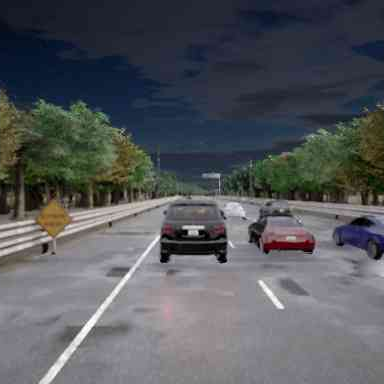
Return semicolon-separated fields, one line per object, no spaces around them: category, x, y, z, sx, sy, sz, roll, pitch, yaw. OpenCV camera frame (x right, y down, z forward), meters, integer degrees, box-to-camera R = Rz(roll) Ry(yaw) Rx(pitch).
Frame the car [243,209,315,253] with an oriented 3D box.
car;3.572;1.639;13.977;1.994;1.385;4.181;0;0;0

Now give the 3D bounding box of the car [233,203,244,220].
car;3.572;1.684;29.531;1.812;1.442;4.674;0;0;0

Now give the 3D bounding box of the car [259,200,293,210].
car;7.065;1.503;28.257;2.097;1.767;4.553;0;0;0

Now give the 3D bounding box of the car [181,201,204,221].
car;0.077;1.640;30.117;1.882;1.535;5.008;0;0;0

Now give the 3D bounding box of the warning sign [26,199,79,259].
warning sign;-4.549;1.175;10.982;1.300;1.860;1.060;0;0;0

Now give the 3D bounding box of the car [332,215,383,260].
car;7.060;1.595;12.684;1.812;1.442;4.674;0;-1;0

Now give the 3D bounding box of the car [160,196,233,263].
car;0.064;1.291;12.451;2.150;2.045;5.566;0;0;0
